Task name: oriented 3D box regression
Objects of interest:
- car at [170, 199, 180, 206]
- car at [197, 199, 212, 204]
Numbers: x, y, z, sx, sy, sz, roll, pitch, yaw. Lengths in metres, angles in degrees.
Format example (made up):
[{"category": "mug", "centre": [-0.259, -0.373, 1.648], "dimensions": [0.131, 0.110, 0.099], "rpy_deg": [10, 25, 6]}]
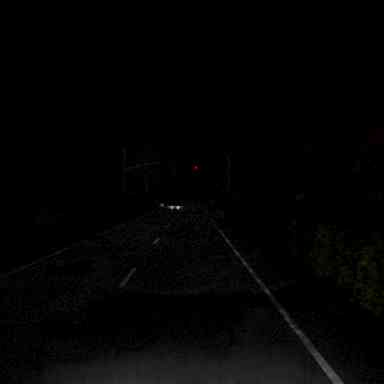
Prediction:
[{"category": "car", "centre": [-3.511, 2.205, 68.638], "dimensions": [1.994, 1.385, 4.181], "rpy_deg": [0, 0, 0]}, {"category": "car", "centre": [3.554, 2.582, 88.231], "dimensions": [4.181, 1.385, 1.994], "rpy_deg": [0, -1, -22]}]
